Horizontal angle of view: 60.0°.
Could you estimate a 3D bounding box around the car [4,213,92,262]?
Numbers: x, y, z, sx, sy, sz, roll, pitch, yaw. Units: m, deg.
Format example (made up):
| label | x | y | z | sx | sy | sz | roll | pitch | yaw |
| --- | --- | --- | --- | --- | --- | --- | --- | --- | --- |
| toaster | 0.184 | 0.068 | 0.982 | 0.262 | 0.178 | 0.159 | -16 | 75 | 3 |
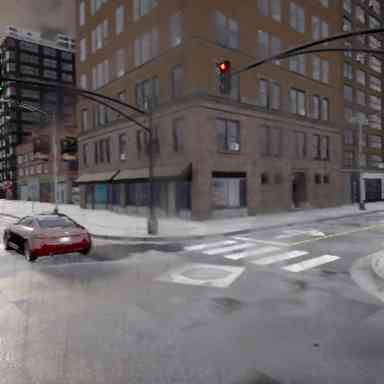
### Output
| label | x | y | z | sx | sy | sz | roll | pitch | yaw |
| --- | --- | --- | --- | --- | --- | --- | --- | --- | --- |
| car | -5.205 | 1.425 | 11.762 | 1.994 | 1.385 | 4.181 | -2 | 1 | -40 |
